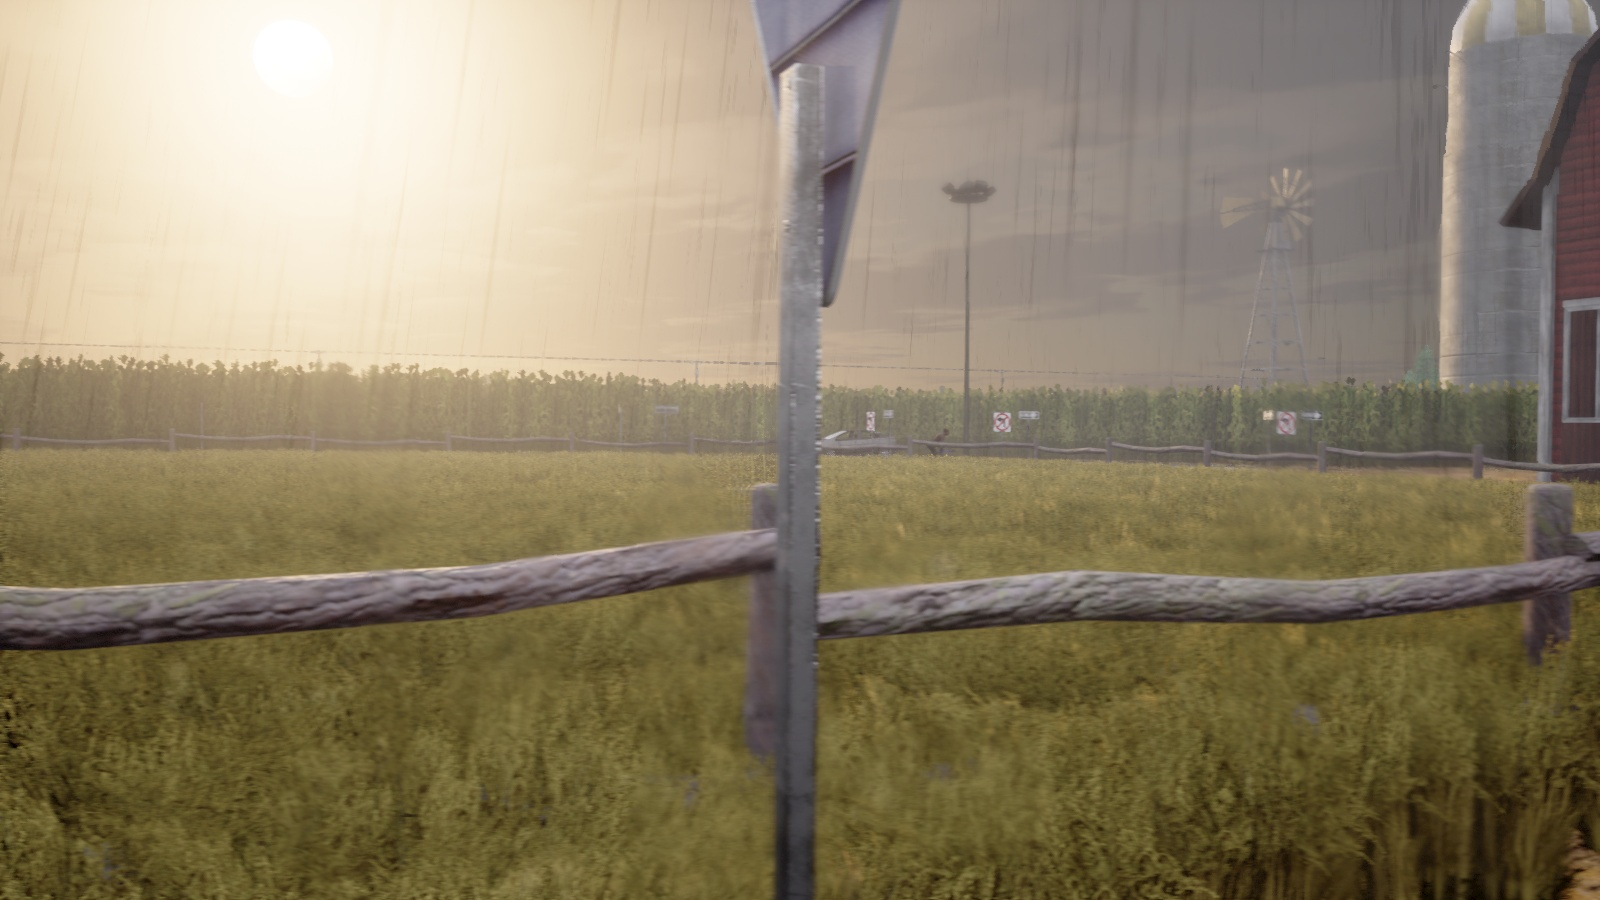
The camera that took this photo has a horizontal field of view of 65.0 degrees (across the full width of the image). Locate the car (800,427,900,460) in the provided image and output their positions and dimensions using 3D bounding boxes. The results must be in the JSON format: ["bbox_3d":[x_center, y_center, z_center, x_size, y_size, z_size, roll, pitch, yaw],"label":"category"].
[{"bbox_3d":[2.461,-0.342,62.094,4.514,1.525,2.007,-1,1,-18],"label":"car"}]
